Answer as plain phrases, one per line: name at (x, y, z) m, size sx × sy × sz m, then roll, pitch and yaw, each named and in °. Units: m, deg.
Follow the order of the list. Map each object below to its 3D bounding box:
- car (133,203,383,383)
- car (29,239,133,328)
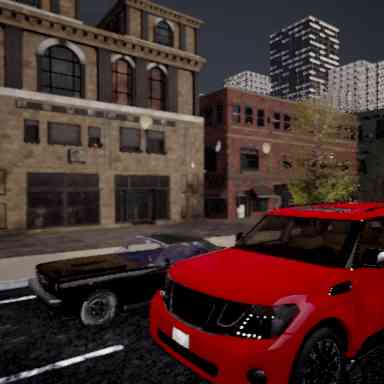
car at (2.129, 1.221, 5.199) m, size 5.566 × 2.045 × 2.150 m, roll 0°, pitch 0°, yaw -35°
car at (-0.808, 1.600, 7.099) m, size 4.718 × 1.301 × 1.895 m, roll 0°, pitch 0°, yaw -35°
